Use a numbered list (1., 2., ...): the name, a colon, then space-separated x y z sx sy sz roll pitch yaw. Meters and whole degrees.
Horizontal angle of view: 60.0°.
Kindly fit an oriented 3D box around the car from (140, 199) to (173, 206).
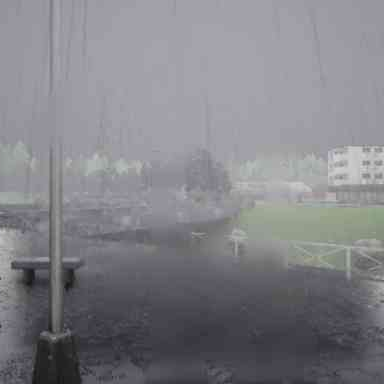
1. car: -4.607 1.621 43.705 1.895 1.301 4.718 0 0 36
